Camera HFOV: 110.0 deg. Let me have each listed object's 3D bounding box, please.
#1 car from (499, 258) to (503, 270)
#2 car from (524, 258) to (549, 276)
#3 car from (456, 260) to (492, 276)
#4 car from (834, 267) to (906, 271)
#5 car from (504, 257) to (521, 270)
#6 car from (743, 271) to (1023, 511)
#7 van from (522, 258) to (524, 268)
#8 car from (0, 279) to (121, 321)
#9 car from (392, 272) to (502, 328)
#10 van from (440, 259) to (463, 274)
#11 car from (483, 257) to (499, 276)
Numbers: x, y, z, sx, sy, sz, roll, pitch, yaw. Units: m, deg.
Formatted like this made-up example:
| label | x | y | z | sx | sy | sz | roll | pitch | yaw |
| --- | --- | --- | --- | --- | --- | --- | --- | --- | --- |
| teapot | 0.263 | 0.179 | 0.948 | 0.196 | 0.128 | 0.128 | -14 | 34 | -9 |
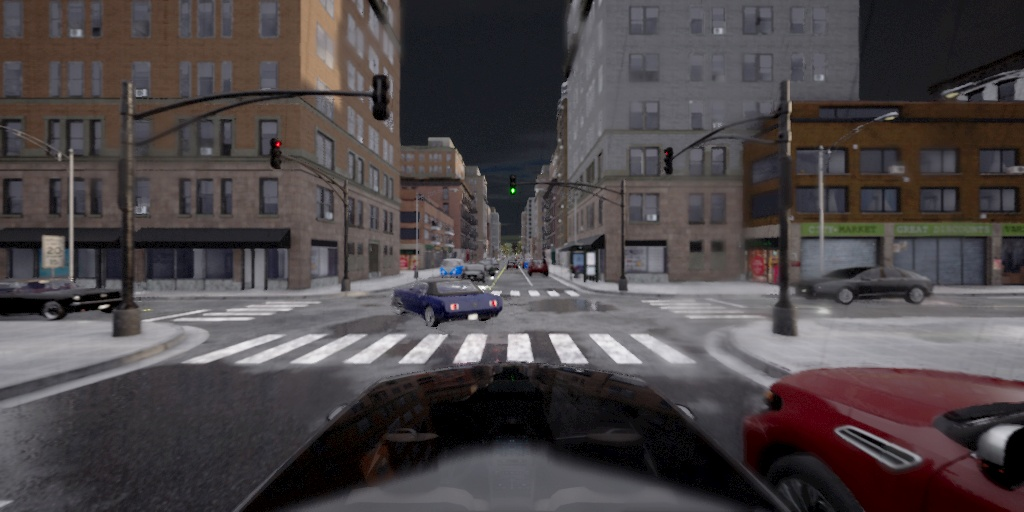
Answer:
| label | x | y | z | sx | sy | sz | roll | pitch | yaw |
| --- | --- | --- | --- | --- | --- | --- | --- | --- | --- |
| car | -2.766 | 1.412 | 52.287 | 2.033 | 1.411 | 5.357 | 0 | 0 | 1 |
| car | 2.729 | 1.147 | 37.793 | 2.192 | 1.841 | 5.009 | 0 | 0 | 0 |
| car | -2.827 | 1.315 | 27.747 | 1.837 | 1.490 | 4.892 | 0 | 0 | 0 |
| car | 14.866 | 1.215 | 15.289 | 4.892 | 1.490 | 1.837 | 0 | 0 | 0 |
| car | 0.037 | 1.379 | 56.764 | 1.837 | 1.490 | 4.892 | 0 | 0 | 0 |
| car | 2.636 | 1.062 | 0.422 | 2.192 | 1.841 | 5.009 | 0 | 0 | 0 |
| van | 2.725 | 1.209 | 54.012 | 1.690 | 1.789 | 3.998 | 0 | 0 | 0 |
| car | -16.204 | 1.440 | 12.314 | 4.718 | 1.301 | 1.895 | 0 | 0 | 0 |
| car | -2.331 | 1.377 | 11.603 | 1.895 | 1.301 | 4.718 | 0 | 0 | -35 |
| van | -5.387 | 1.161 | 32.391 | 1.690 | 1.789 | 3.998 | 0 | 0 | 0 |
| car | -2.813 | 1.184 | 37.603 | 2.097 | 1.767 | 4.553 | 0 | 0 | 0 |
